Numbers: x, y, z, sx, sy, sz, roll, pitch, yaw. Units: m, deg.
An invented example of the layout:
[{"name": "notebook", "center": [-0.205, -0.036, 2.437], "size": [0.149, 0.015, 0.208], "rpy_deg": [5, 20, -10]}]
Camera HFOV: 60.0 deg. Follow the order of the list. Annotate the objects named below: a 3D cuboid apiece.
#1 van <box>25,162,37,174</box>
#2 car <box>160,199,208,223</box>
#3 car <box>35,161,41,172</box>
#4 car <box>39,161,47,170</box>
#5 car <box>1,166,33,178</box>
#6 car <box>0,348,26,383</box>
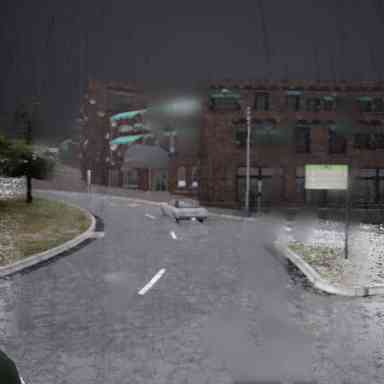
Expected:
[{"name": "van", "center": [-35.695, -4.638, 69.898], "size": [4.442, 1.987, 1.878], "rpy_deg": [-2, 7, -39]}, {"name": "car", "center": [-0.655, 1.100, 21.558], "size": [1.895, 1.301, 4.718], "rpy_deg": [1, 5, -20]}, {"name": "car", "center": [-36.783, -5.012, 72.659], "size": [5.566, 2.045, 2.435], "rpy_deg": [-2, 8, -39]}, {"name": "car", "center": [-40.673, -6.426, 84.148], "size": [5.566, 2.045, 2.435], "rpy_deg": [-2, 7, -39]}, {"name": "car", "center": [-33.834, -3.665, 64.127], "size": [4.674, 1.452, 2.002], "rpy_deg": [-1, 8, -39]}, {"name": "car", "center": [-3.085, 1.537, 1.155], "size": [4.718, 1.301, 1.895], "rpy_deg": [0, 1, -41]}]
